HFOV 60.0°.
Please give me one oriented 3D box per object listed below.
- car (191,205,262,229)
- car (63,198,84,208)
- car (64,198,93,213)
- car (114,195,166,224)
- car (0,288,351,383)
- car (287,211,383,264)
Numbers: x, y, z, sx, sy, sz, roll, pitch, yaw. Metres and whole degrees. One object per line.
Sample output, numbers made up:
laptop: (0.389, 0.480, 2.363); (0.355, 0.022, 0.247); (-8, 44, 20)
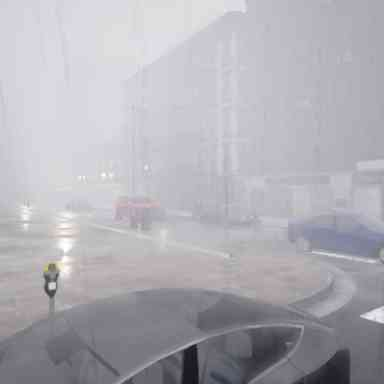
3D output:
car: (2.131, 1.583, 22.028); (2.033, 1.411, 5.357); (0, 0, -35)
car: (-18.055, 1.664, 50.600); (1.812, 1.442, 4.674); (0, 0, -35)
car: (-13.159, 1.459, 38.598); (2.097, 1.767, 4.553); (0, 0, -35)
car: (-4.175, 1.284, 25.839); (2.150, 2.045, 5.566); (0, 0, -35)
car: (-0.586, 1.566, 2.392); (4.313, 1.339, 1.947); (0, 0, -35)
car: (5.742, 1.493, 11.802); (1.882, 1.535, 5.008); (0, 0, -35)
